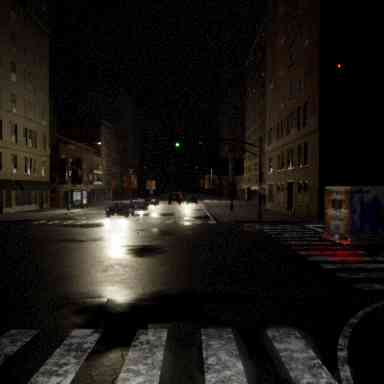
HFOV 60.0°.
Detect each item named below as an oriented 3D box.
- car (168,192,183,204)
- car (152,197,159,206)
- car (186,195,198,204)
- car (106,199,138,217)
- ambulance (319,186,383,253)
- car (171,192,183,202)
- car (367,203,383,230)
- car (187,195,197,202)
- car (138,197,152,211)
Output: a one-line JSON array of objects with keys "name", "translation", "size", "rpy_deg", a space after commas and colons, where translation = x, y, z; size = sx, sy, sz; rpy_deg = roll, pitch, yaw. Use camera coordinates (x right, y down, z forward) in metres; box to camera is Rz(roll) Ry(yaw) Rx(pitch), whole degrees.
[{"name": "car", "translation": [-3.186, 1.190, 61.192], "size": [2.150, 2.045, 5.566], "rpy_deg": [0, 0, 0]}, {"name": "car", "translation": [-6.523, 1.518, 53.870], "size": [2.033, 1.411, 5.357], "rpy_deg": [0, 0, 1]}, {"name": "car", "translation": [0.064, 1.473, 61.159], "size": [1.837, 1.490, 4.892], "rpy_deg": [0, 0, 0]}, {"name": "car", "translation": [-6.563, 1.583, 30.892], "size": [1.895, 1.301, 4.718], "rpy_deg": [0, 0, 0]}, {"name": "ambulance", "translation": [8.409, 0.994, 12.718], "size": [6.366, 2.431, 2.351], "rpy_deg": [0, 1, 0]}, {"name": "car", "translation": [-3.175, 1.083, 71.613], "size": [2.150, 2.045, 5.566], "rpy_deg": [0, 0, 0]}, {"name": "car", "translation": [12.992, 1.383, 19.333], "size": [4.674, 1.442, 1.812], "rpy_deg": [0, 1, 0]}, {"name": "car", "translation": [0.075, 1.398, 71.579], "size": [2.033, 1.411, 5.357], "rpy_deg": [0, 0, 0]}, {"name": "car", "translation": [-6.546, 1.540, 40.818], "size": [1.994, 1.385, 4.181], "rpy_deg": [0, 0, 0]}]
